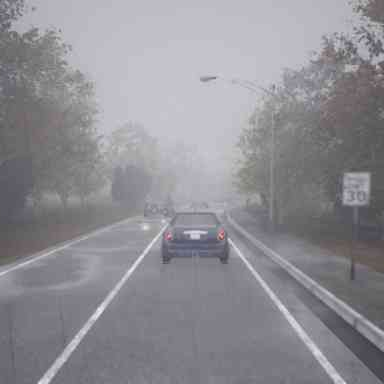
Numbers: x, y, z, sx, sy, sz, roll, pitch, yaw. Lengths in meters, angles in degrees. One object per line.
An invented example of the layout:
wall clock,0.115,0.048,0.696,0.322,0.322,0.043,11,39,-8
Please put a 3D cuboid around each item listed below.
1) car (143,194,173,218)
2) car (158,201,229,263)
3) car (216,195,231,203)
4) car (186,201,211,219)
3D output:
car,-2.969,1.238,31.019,2.150,2.045,5.566,0,0,5
car,0.102,1.363,12.142,2.097,1.767,4.553,0,0,0
car,6.774,1.460,71.283,2.097,1.767,4.553,2,0,22
car,0.743,1.590,31.431,2.033,1.411,5.357,0,0,5
